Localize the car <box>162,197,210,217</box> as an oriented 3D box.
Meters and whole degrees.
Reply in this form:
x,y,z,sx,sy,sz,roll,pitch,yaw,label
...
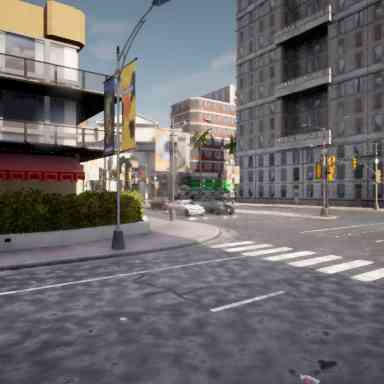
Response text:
x,y,z,sx,sy,sz,roll,pitch,yaw,label
-0.648,1.526,32.105,1.812,1.442,4.674,0,0,-35,car

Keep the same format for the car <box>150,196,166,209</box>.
x,y,z,sx,sy,sz,roll,pitch,yaw,label
-3.444,1.352,42.198,2.097,1.767,4.553,0,0,-35,car

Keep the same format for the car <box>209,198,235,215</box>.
x,y,z,sx,sy,sz,roll,pitch,yaw,label
2.423,1.564,33.825,1.994,1.385,4.181,0,0,-35,car

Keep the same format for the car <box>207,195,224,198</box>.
x,y,z,sx,sy,sz,roll,pitch,yaw,label
5.899,1.500,83.490,4.892,1.490,1.837,0,0,-35,car
